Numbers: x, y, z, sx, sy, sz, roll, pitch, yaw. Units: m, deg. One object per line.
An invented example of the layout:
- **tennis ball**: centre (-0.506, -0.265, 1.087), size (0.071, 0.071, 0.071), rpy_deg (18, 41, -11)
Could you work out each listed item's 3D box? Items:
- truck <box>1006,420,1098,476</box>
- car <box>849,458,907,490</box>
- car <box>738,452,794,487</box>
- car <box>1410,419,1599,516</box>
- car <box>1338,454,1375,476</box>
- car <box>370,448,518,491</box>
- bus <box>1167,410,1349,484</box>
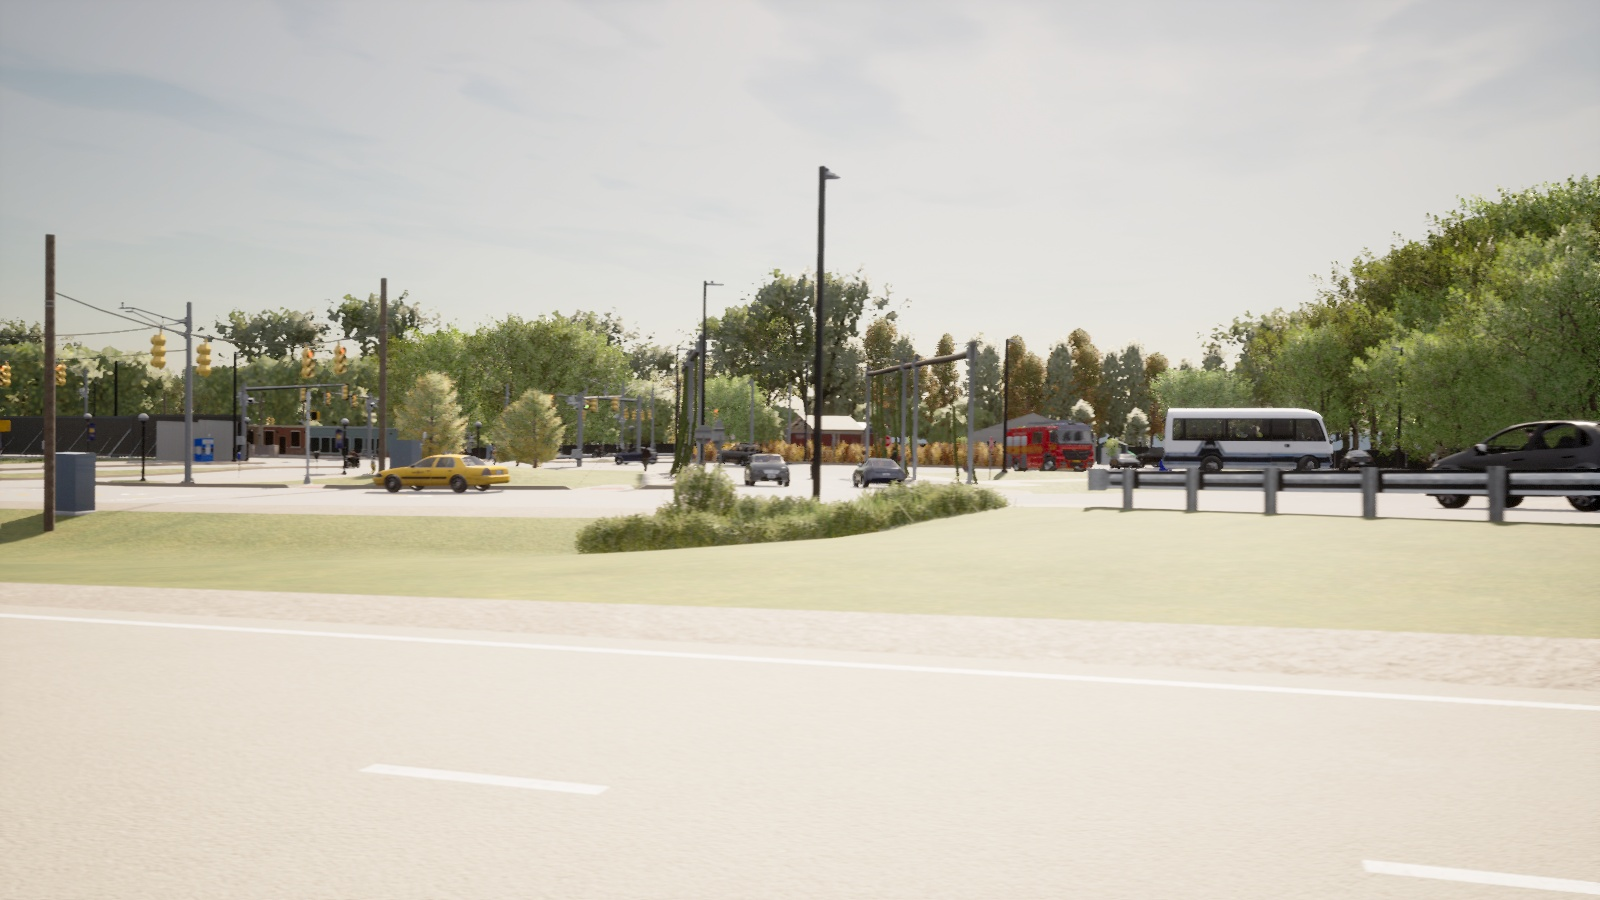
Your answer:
- **truck**: centre (18.157, -0.083, 91.096), size (2.891, 3.827, 8.468), rpy_deg (1, -1, -16)
- **car**: centre (3.585, 1.104, 58.674), size (1.994, 1.385, 4.181), rpy_deg (1, -1, -6)
- **car**: centre (-1.618, 0.876, 58.320), size (2.128, 1.511, 4.902), rpy_deg (1, -1, -7)
- **car**: centre (13.527, 0.348, 23.020), size (1.851, 1.617, 3.988), rpy_deg (1, -2, -22)
- **car**: centre (40.106, 1.055, 90.570), size (1.812, 1.442, 4.674), rpy_deg (1, 0, 16)
- **car**: centre (-13.697, 0.713, 48.280), size (5.366, 1.575, 1.801), rpy_deg (0, 1, 18)
- **bus**: centre (28.578, -0.280, 78.960), size (10.273, 4.253, 3.944), rpy_deg (1, 4, 13)
